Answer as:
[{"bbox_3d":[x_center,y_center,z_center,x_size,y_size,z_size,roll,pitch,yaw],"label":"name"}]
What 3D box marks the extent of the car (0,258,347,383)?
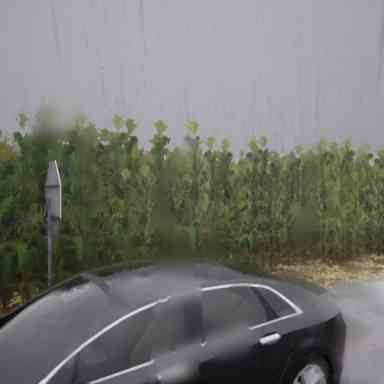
[{"bbox_3d":[-0.560,1.505,3.143,4.892,1.490,1.837,0,0,-32],"label":"car"}]
